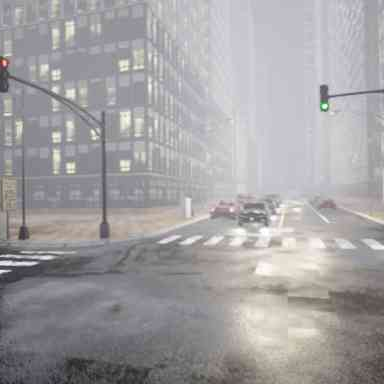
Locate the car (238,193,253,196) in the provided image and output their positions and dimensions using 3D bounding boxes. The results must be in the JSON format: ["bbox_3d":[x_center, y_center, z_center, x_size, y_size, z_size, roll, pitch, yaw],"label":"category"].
[{"bbox_3d":[5.832,1.061,36.762,2.192,1.841,5.009,0,1,16],"label":"car"}]

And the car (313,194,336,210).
[{"bbox_3d":[13.889,1.180,34.468,1.802,1.307,4.206,0,1,16],"label":"car"}]

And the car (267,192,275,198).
[{"bbox_3d":[21.497,0.785,90.267,1.887,1.381,4.507,0,1,16],"label":"car"}]

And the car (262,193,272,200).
[{"bbox_3d":[16.797,0.936,74.216,1.887,1.381,4.507,0,1,16],"label":"car"}]

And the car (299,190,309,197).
[{"bbox_3d":[29.562,0.408,87.989,2.192,1.841,5.009,0,1,16],"label":"car"}]

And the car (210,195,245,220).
[{"bbox_3d":[2.699,1.287,26.062,1.967,1.590,4.097,0,1,16],"label":"car"}]

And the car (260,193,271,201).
[{"bbox_3d":[15.231,0.993,68.866,2.008,1.369,4.403,0,1,16],"label":"car"}]

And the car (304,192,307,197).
[{"bbox_3d":[18.592,1.012,50.526,1.947,1.339,4.313,0,1,16],"label":"car"}]

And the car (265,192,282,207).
[{"bbox_3d":[9.392,1.017,39.750,2.097,1.767,4.553,-1,0,16],"label":"car"}]

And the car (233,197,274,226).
[{"bbox_3d":[4.200,1.338,22.026,1.837,1.490,4.892,-1,0,16],"label":"car"}]

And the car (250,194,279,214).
[{"bbox_3d":[6.846,1.253,31.063,1.837,1.490,4.892,-1,0,16],"label":"car"}]

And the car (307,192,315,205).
[{"bbox_3d":[17.073,1.021,45.336,1.752,1.417,4.829,0,1,16],"label":"car"}]

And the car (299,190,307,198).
[{"bbox_3d":[27.994,0.688,82.639,1.887,1.381,4.507,0,1,16],"label":"car"}]

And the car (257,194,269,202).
[{"bbox_3d":[13.664,1.037,63.515,1.887,1.381,4.507,0,1,16],"label":"car"}]

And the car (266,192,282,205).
[{"bbox_3d":[12.141,0.929,49.004,2.097,1.767,4.553,-1,0,17],"label":"car"}]

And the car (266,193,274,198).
[{"bbox_3d":[19.930,0.857,84.917,1.947,1.339,4.313,0,1,16],"label":"car"}]
